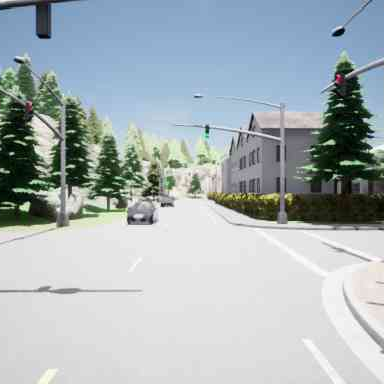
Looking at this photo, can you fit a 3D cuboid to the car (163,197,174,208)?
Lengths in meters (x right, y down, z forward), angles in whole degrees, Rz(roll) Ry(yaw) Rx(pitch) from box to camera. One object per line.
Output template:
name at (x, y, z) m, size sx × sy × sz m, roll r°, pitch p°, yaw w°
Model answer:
car at (-3.563, 1.511, 49.199) m, size 2.033 × 1.411 × 5.357 m, roll 0°, pitch 0°, yaw 0°

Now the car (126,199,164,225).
car at (-3.531, 1.502, 24.295) m, size 2.128 × 1.511 × 4.902 m, roll 0°, pitch 0°, yaw 0°
